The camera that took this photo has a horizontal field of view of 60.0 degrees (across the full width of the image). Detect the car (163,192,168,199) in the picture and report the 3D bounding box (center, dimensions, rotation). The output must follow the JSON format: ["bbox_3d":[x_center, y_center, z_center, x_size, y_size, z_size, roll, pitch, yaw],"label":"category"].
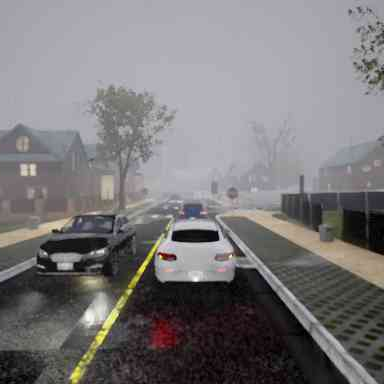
[{"bbox_3d":[-5.530,0.810,76.726,1.812,1.442,4.674,0,0,-18],"label":"car"}]

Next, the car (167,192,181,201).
[{"bbox_3d":[-2.990,0.915,61.409,1.994,1.385,4.181,0,1,0],"label":"car"}]

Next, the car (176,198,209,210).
[{"bbox_3d":[0.099,1.314,20.964,1.812,1.442,4.674,0,1,2],"label":"car"}]

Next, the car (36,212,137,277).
[{"bbox_3d":[-2.864,1.392,9.954,2.128,1.511,4.902,0,1,0],"label":"car"}]

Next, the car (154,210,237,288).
[{"bbox_3d":[0.078,1.438,8.842,1.812,1.442,4.674,0,0,0],"label":"car"}]
